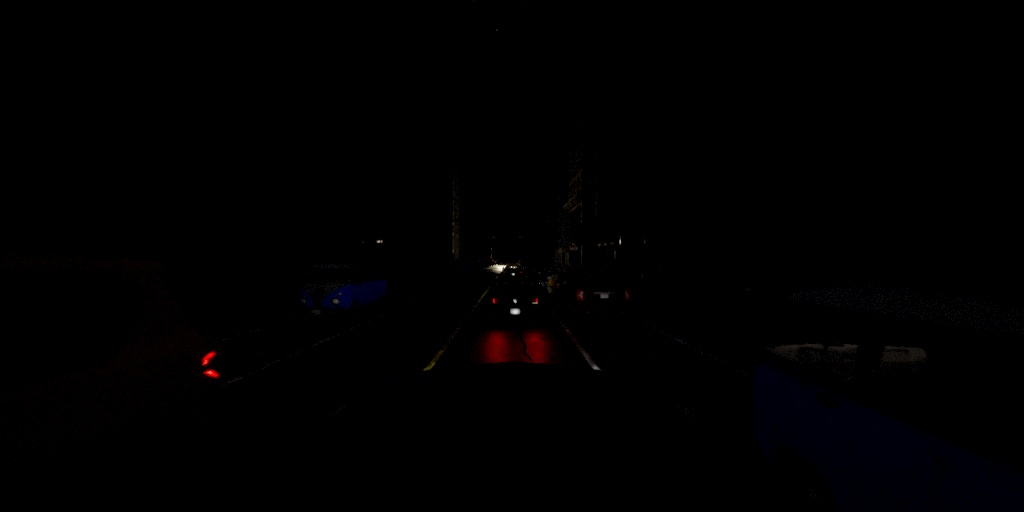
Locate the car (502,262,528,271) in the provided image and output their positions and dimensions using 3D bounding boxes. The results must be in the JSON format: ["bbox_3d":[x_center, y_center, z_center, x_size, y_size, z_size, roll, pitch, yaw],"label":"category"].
[{"bbox_3d":[0.108,1.449,31.109,1.994,1.385,4.181,0,0,0],"label":"car"}]

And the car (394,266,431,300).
[{"bbox_3d":[-5.758,1.392,18.265,1.948,1.339,4.313,0,0,0],"label":"car"}]

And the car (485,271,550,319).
[{"bbox_3d":[0.104,1.403,13.099,1.895,1.301,4.718,0,0,0],"label":"car"}]

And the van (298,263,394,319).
[{"bbox_3d":[-5.760,1.141,12.629,1.690,1.789,3.998,0,0,0],"label":"van"}]

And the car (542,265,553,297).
[{"bbox_3d":[2.767,1.351,18.444,1.751,1.417,4.829,0,0,0],"label":"car"}]

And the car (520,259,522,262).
[{"bbox_3d":[2.778,1.574,57.728,1.948,1.339,4.313,0,0,0],"label":"car"}]

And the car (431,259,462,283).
[{"bbox_3d":[-5.755,1.192,29.538,2.192,1.841,5.009,0,0,0],"label":"car"}]

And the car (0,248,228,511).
[{"bbox_3d":[-3.101,0.965,0.218,2.150,2.045,5.566,0,0,0],"label":"car"}]

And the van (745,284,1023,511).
[{"bbox_3d":[2.762,1.089,1.365,1.690,1.789,3.998,0,0,0],"label":"van"}]

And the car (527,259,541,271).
[{"bbox_3d":[2.772,1.344,35.182,1.967,1.591,4.097,0,0,0],"label":"car"}]

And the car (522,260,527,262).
[{"bbox_3d":[2.775,1.271,46.456,2.192,1.841,5.009,0,0,0],"label":"car"}]

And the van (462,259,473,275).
[{"bbox_3d":[-5.752,1.271,40.812,1.690,1.789,3.998,0,0,0],"label":"van"}]

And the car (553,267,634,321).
[{"bbox_3d":[2.765,1.240,12.638,1.967,1.591,4.097,0,0,0],"label":"car"}]

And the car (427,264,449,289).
[{"bbox_3d":[-5.757,1.418,23.902,1.948,1.339,4.313,0,0,0],"label":"car"}]

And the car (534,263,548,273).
[{"bbox_3d":[2.768,1.402,23.910,2.007,1.370,4.403,0,0,0],"label":"car"}]

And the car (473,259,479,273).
[{"bbox_3d":[-5.750,1.396,46.449,1.967,1.591,4.097,0,0,0],"label":"car"}]

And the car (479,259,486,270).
[{"bbox_3d":[-5.747,1.448,57.722,1.967,1.591,4.097,0,0,0],"label":"car"}]

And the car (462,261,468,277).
[{"bbox_3d":[-5.753,1.449,35.175,1.888,1.381,4.507,0,0,0],"label":"car"}]
